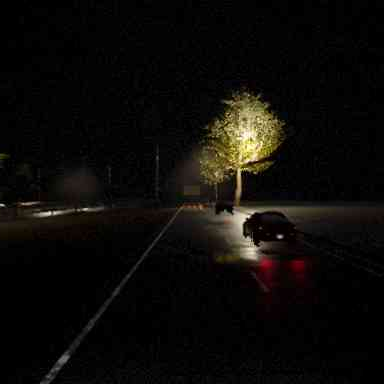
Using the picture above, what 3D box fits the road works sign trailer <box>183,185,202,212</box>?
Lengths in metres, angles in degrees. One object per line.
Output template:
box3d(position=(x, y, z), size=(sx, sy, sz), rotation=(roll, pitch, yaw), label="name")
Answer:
box3d(position=(-0.007, 0.809, 44.749), size=(2.380, 3.560, 2.880), rotation=(0, -1, 0), label="road works sign trailer")

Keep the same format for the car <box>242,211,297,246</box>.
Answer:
box3d(position=(3.597, 1.644, 15.905), size=(1.812, 1.442, 4.674), rotation=(0, 0, 0), label="car")

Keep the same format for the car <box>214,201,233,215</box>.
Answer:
box3d(position=(3.595, 1.790, 38.200), size=(1.837, 1.490, 4.892), rotation=(0, -1, 0), label="car")
